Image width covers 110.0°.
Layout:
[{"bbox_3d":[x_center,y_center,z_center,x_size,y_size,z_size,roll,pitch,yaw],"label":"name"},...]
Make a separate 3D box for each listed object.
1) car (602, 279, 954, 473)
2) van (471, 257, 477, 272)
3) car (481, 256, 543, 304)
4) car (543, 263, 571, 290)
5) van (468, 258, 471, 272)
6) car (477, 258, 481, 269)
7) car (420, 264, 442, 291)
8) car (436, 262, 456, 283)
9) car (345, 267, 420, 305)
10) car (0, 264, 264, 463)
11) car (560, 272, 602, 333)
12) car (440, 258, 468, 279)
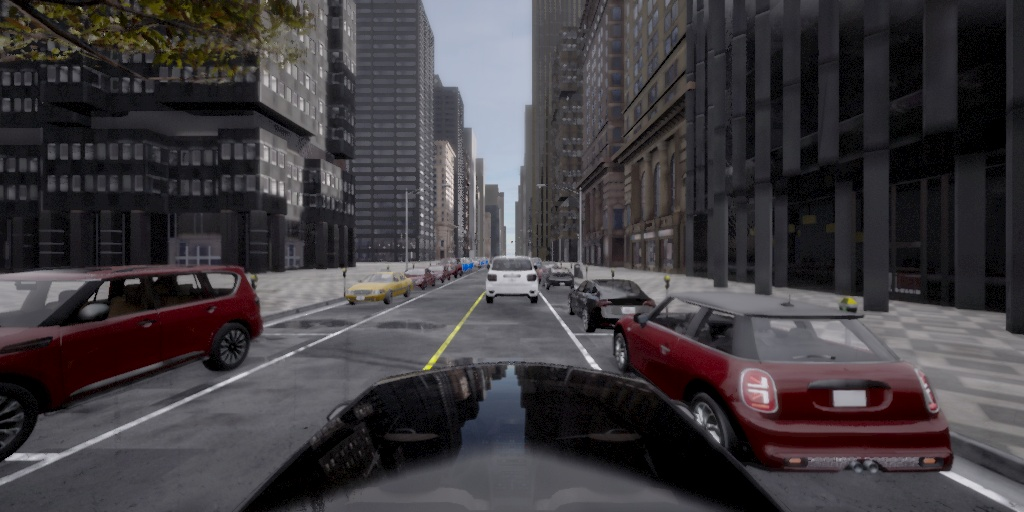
[{"bbox_3d":[2.762,1.187,4.871,1.967,1.591,4.097,0,0,0],"label":"car"},{"bbox_3d":[-5.763,1.096,44.605,1.690,1.789,3.998,0,0,0],"label":"van"},{"bbox_3d":[0.000,1.007,16.530,2.150,2.045,5.566,0,0,0],"label":"car"},{"bbox_3d":[2.762,1.300,21.903,2.007,1.370,4.403,0,0,0],"label":"car"},{"bbox_3d":[-5.763,1.094,38.928,1.690,1.789,3.998,0,0,0],"label":"van"},{"bbox_3d":[-5.763,1.343,55.959,1.802,1.307,4.207,0,0,0],"label":"car"},{"bbox_3d":[-5.763,1.331,21.895,1.802,1.307,4.207,0,0,0],"label":"car"},{"bbox_3d":[-5.763,1.332,27.573,1.802,1.307,4.207,0,0,0],"label":"car"},{"bbox_3d":[-5.763,1.273,16.048,1.751,1.417,4.829,0,0,0],"label":"car"},{"bbox_3d":[-5.763,1.061,4.862,2.192,1.841,5.009,0,0,0],"label":"car"},{"bbox_3d":[2.763,1.313,10.549,1.948,1.339,4.313,0,0,0],"label":"car"},{"bbox_3d":[-5.763,1.066,33.250,2.192,1.841,5.009,0,0,0],"label":"car"}]
